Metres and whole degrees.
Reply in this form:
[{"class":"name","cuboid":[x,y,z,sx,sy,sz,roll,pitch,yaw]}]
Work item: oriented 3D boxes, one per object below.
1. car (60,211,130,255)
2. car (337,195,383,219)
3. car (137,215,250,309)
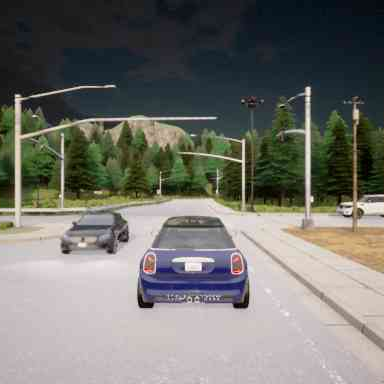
[{"class":"car","cuboid":[-3.696,1.521,13.453,1.812,1.442,4.674,0,0,-1]},{"class":"car","cuboid":[15.541,1.249,28.654,5.566,2.045,2.150,0,0,1]},{"class":"car","cuboid":[0.042,1.348,8.050,2.097,1.767,4.553,0,0,0]}]
